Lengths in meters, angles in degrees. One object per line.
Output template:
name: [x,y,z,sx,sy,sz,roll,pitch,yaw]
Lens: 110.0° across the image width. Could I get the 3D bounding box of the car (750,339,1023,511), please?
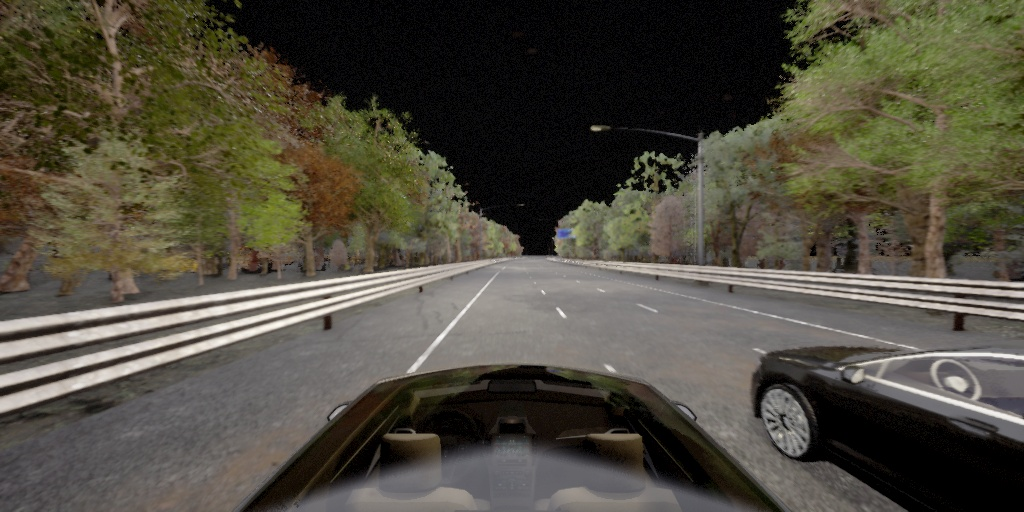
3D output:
car: [3.600,1.242,2.081,2.128,1.511,4.902,0,0,0]
